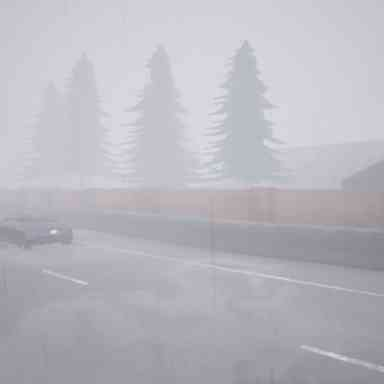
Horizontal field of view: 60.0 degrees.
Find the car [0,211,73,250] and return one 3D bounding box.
[{"bbox_3d":[-6.850,1.496,14.172,4.181,1.385,1.994,1,0,41],"label":"car"}]
